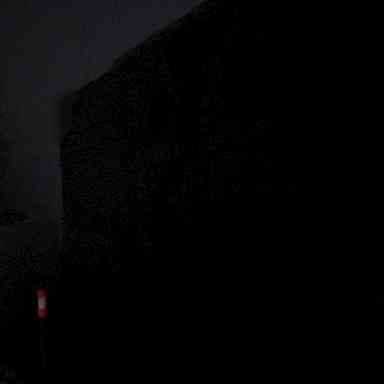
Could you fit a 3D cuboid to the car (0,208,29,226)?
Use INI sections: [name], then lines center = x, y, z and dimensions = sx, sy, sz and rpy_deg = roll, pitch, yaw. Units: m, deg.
[car]
center = -15.379, 2.002, 27.301
dimensions = 1.994, 1.385, 4.181
rpy_deg = -4, 1, 6
